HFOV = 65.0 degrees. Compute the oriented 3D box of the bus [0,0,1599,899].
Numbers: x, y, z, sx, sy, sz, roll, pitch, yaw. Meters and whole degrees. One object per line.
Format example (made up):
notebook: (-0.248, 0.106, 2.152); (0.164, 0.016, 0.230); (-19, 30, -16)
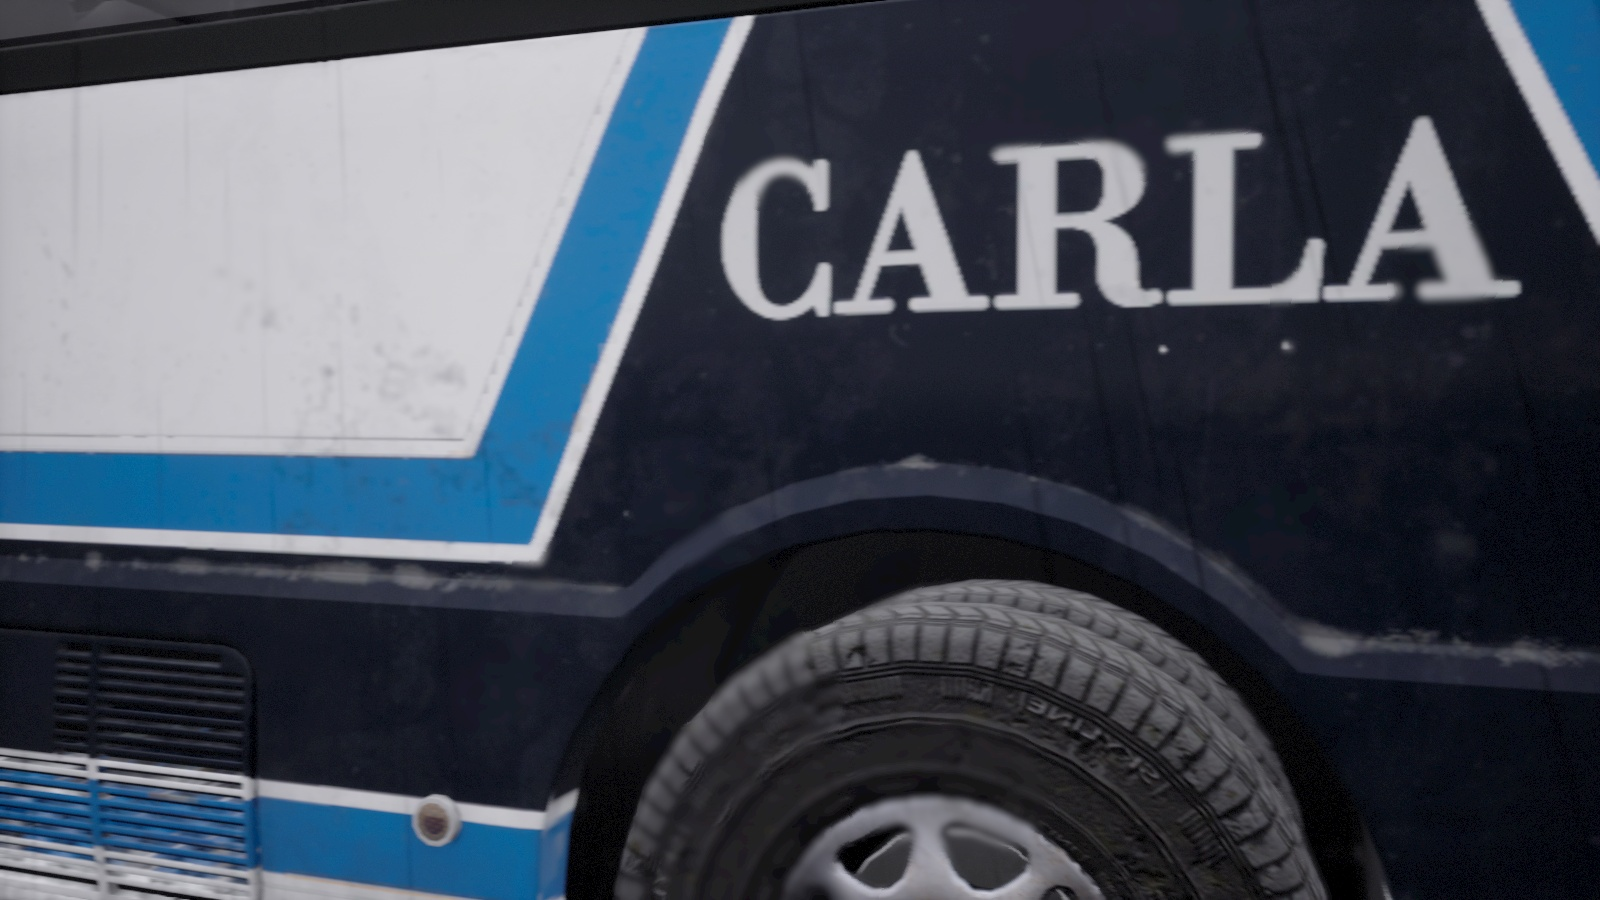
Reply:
bus: (-1.835, -0.626, 4.320); (10.273, 4.253, 3.944); (1, 1, 19)
